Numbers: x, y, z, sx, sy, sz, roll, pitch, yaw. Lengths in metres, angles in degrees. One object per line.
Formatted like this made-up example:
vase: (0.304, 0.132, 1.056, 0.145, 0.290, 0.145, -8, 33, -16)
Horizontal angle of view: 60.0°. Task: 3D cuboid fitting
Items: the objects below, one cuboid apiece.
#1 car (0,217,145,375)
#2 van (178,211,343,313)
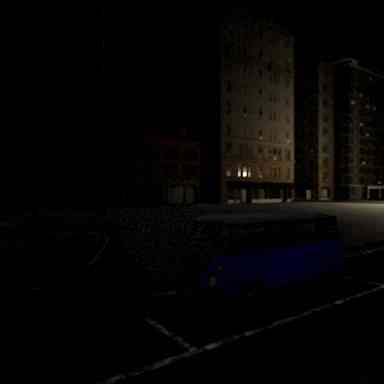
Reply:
car: (-2.996, 1.315, 4.051, 5.009, 1.841, 2.192, 0, 0, -36)
van: (1.627, 1.338, 7.351, 3.998, 1.788, 1.690, 0, 0, -36)
